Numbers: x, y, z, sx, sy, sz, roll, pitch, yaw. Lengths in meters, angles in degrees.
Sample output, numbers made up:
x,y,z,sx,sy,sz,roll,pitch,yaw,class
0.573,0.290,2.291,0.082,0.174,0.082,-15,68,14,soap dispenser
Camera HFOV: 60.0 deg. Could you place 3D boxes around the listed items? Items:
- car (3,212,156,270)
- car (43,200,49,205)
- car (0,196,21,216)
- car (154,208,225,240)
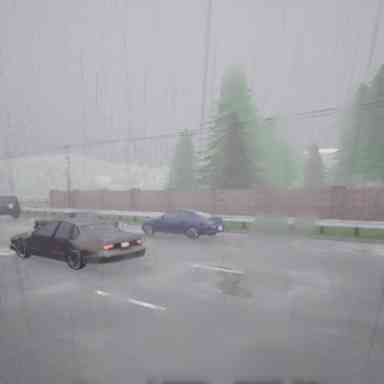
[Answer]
x,y,z,sx,sy,sz,roll,pitch,yaw,class
-3.982,1.588,11.141,5.357,1.411,2.033,0,0,36,car
-24.778,1.761,60.863,4.674,1.442,1.812,0,0,-28,car
-17.247,1.352,29.224,5.566,2.045,2.150,0,0,36,car
-0.513,1.570,17.250,4.674,1.442,1.812,0,0,35,car
